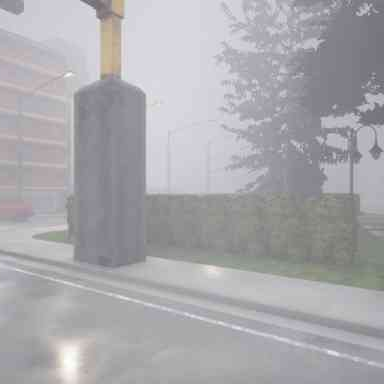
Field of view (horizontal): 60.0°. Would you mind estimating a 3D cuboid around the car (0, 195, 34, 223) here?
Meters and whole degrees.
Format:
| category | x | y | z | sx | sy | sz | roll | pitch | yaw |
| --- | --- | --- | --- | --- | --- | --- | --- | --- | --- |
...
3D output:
| category | x | y | z | sx | sy | sz | roll | pitch | yaw |
| --- | --- | --- | --- | --- | --- | --- | --- | --- | --- |
| car | -14.001 | 1.223 | 23.242 | 2.150 | 2.045 | 5.566 | 0 | 0 | 36 |
